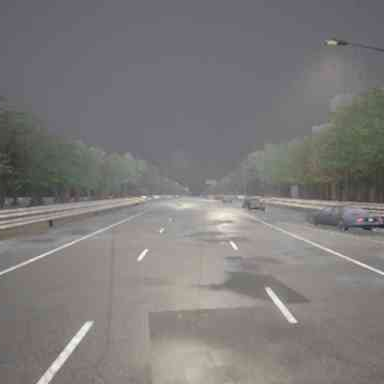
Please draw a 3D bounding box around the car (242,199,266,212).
[{"bbox_3d":[7.077,1.518,38.414,2.033,1.411,5.357,0,0,-2],"label":"car"}]

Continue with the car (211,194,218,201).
[{"bbox_3d":[7.123,1.445,90.956,2.097,1.767,4.553,0,-1,0],"label":"car"}]

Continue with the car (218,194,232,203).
[{"bbox_3d":[7.031,1.512,67.998,2.033,1.411,5.357,0,0,0],"label":"car"}]

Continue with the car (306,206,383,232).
[{"bbox_3d":[9.091,1.547,20.301,2.033,1.411,5.357,0,0,-11],"label":"car"}]
